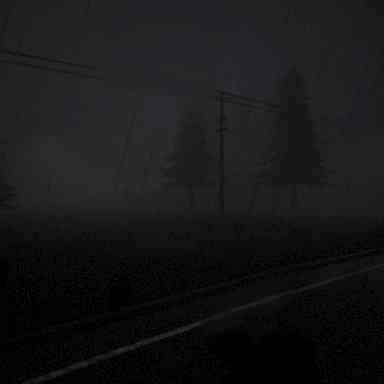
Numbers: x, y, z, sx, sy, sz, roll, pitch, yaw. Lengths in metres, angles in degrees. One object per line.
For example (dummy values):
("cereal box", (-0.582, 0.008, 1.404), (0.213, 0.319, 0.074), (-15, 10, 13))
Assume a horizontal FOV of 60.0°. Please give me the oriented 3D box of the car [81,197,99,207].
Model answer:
("car", (-16.063, 1.558, 52.137), (1.837, 1.490, 4.892), (0, 0, -33))
